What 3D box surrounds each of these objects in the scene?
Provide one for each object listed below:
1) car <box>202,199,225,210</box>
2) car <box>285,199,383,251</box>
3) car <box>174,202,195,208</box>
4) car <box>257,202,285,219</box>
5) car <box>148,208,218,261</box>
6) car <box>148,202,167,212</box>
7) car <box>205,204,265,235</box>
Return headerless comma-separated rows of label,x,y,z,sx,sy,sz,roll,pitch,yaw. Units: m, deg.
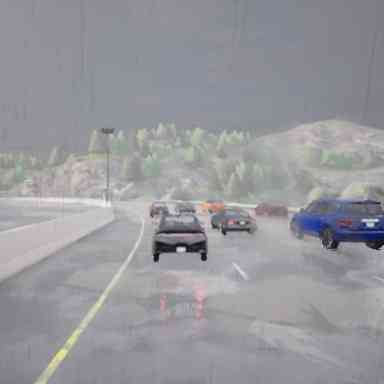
car,2.582,1.656,39.543,2.097,1.767,4.553,0,0,-12
car,6.343,1.328,14.908,2.150,2.045,5.566,0,-1,-5
car,-0.894,1.853,39.282,2.033,1.411,5.357,0,0,-13
car,7.568,1.719,32.395,1.882,1.535,5.008,0,0,-10
car,-0.519,1.592,12.745,2.128,1.511,4.902,0,0,-4
car,-3.476,1.797,34.395,1.812,1.442,4.674,0,0,-11
car,2.347,1.699,19.899,2.033,1.411,5.357,0,0,-7
